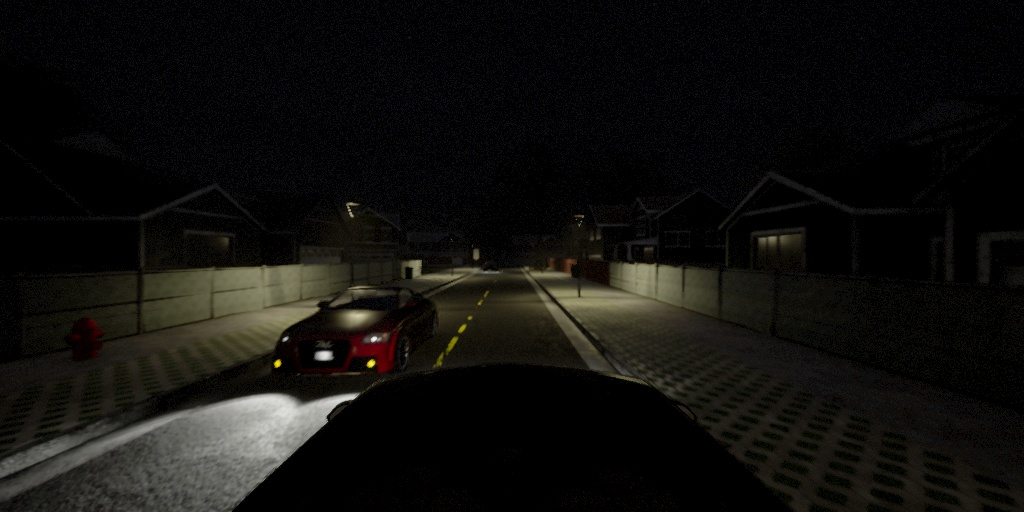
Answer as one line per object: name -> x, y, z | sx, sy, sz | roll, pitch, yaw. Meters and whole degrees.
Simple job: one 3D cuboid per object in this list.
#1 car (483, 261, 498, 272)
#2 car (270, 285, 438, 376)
car -> -2.824, 1.343, 47.881 | 2.033, 1.411, 5.357 | 0, 0, 0
car -> -2.850, 1.324, 7.418 | 1.994, 1.385, 4.181 | 0, 0, 0
